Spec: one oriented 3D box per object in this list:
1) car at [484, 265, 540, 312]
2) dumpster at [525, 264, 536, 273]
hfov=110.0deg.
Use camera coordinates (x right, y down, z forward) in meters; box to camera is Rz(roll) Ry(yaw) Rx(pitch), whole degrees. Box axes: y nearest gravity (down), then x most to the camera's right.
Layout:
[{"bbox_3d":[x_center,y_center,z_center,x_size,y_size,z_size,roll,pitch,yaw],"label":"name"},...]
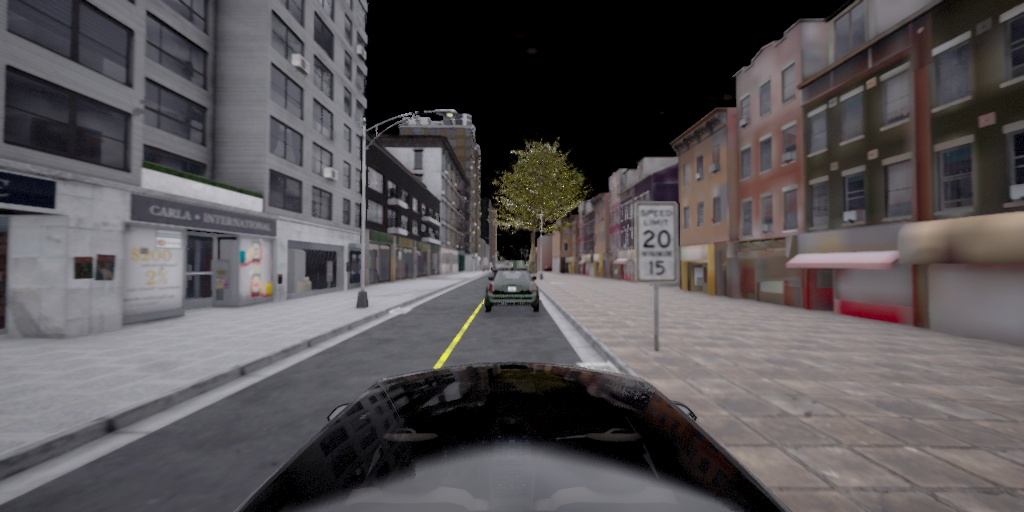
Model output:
[{"bbox_3d":[0.016,1.266,15.315,2.097,1.767,4.553,0,-1,0],"label":"car"},{"bbox_3d":[3.006,2.194,59.080,1.020,1.700,1.940,0,0,0],"label":"dumpster"}]
